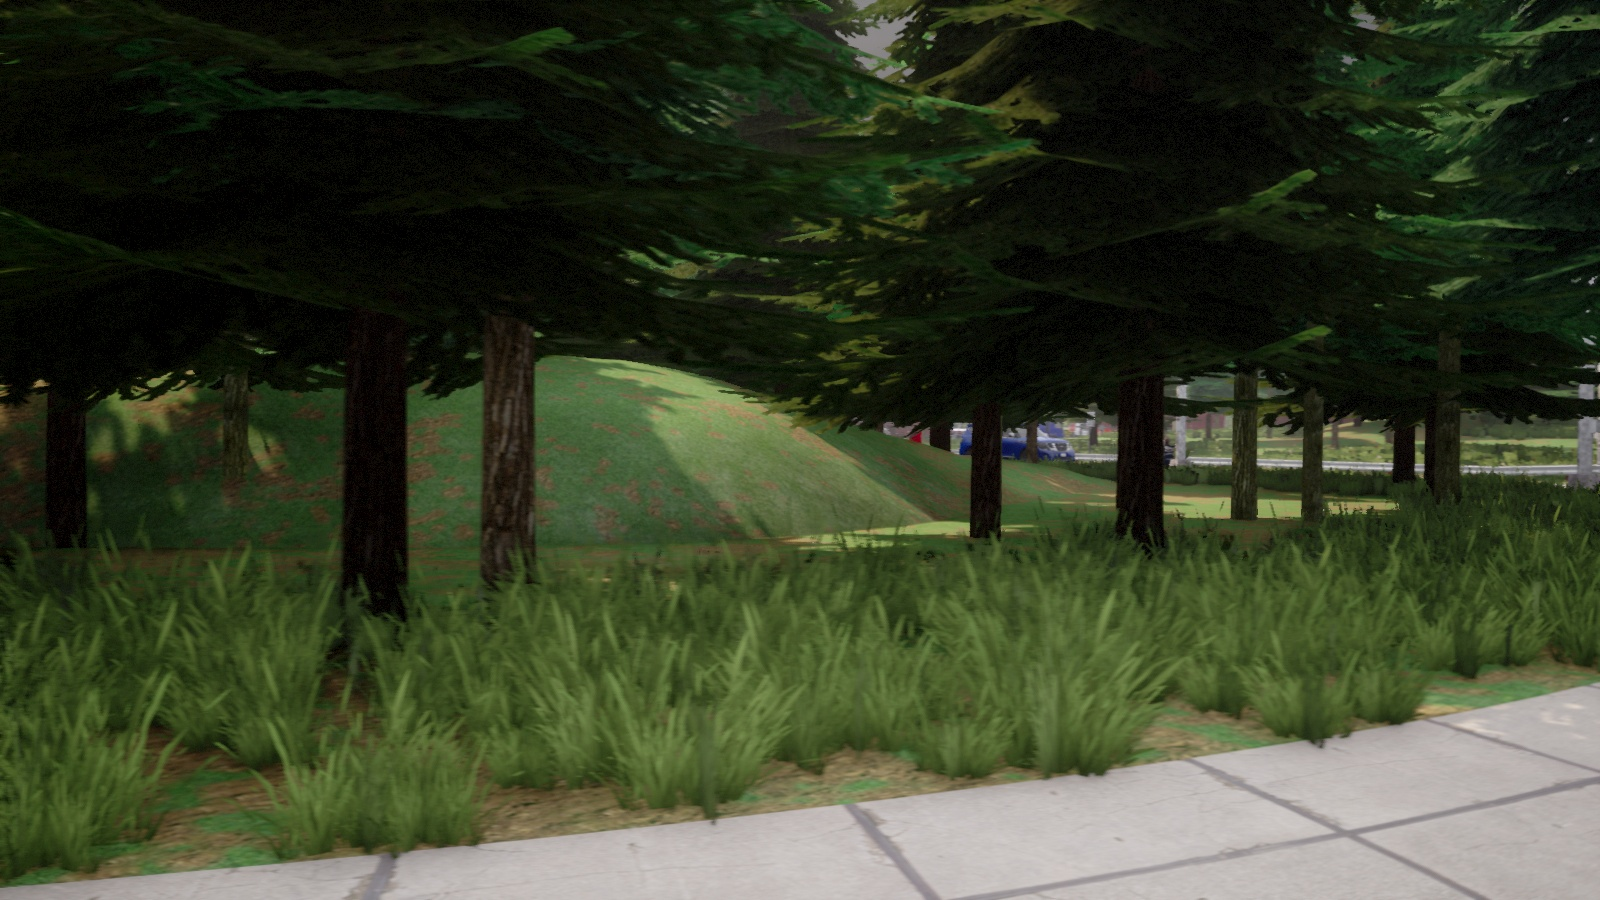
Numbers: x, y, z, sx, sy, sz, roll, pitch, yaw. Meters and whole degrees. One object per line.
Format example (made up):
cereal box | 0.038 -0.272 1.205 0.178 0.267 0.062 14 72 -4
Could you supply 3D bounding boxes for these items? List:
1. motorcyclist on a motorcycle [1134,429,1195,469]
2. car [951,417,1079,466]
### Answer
motorcyclist on a motorcycle | 14.179 -0.046 48.907 0.866 1.530 2.191 -1 1 -37
car | 9.372 -0.401 55.273 2.150 2.045 5.566 -1 1 -38
